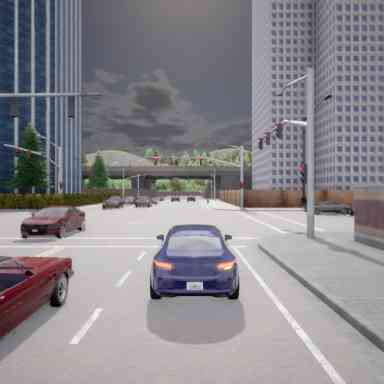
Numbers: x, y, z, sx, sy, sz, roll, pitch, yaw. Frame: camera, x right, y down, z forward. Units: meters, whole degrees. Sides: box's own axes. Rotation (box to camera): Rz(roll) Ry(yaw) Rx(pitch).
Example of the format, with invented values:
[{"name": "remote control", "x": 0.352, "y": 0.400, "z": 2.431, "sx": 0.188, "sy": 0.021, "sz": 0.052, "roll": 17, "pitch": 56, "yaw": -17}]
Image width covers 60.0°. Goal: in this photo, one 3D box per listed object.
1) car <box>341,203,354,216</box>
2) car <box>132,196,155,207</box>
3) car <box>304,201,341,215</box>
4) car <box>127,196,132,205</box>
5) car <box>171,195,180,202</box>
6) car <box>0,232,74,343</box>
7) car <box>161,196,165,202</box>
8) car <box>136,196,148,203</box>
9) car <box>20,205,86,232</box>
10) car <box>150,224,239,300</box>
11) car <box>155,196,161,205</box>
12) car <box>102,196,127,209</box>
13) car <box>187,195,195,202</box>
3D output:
[{"name": "car", "x": 16.223, "y": 1.564, "z": 30.001, "sx": 4.181, "sy": 1.385, "sz": 1.994, "roll": 0, "pitch": 0, "yaw": 0}, {"name": "car", "x": -7.203, "y": 1.352, "z": 49.879, "sx": 2.097, "sy": 1.767, "sz": 4.553, "roll": 0, "pitch": 0, "yaw": 0}, {"name": "car", "x": 13.557, "y": 1.564, "z": 33.508, "sx": 4.181, "sy": 1.385, "sz": 1.994, "roll": 0, "pitch": 0, "yaw": 0}, {"name": "car", "x": -10.710, "y": 1.490, "z": 56.491, "sx": 2.128, "sy": 1.511, "sz": 4.902, "roll": 0, "pitch": 0, "yaw": 0}, {"name": "car", "x": -3.662, "y": 1.501, "z": 74.560, "sx": 1.812, "sy": 1.442, "sz": 4.674, "roll": 0, "pitch": 0, "yaw": 0}, {"name": "car", "x": -3.450, "y": 1.601, "z": 5.023, "sx": 1.895, "sy": 1.301, "sz": 4.718, "roll": 0, "pitch": 0, "yaw": 0}, {"name": "car", "x": -7.160, "y": 1.538, "z": 73.736, "sx": 1.994, "sy": 1.385, "sz": 4.181, "roll": 0, "pitch": 0, "yaw": 0}, {"name": "car", "x": -10.656, "y": 1.588, "z": 71.553, "sx": 1.895, "sy": 1.301, "sz": 4.718, "roll": 0, "pitch": 0, "yaw": 0}, {"name": "car", "x": -7.139, "y": 1.477, "z": 17.599, "sx": 1.882, "sy": 1.535, "sz": 5.008, "roll": 0, "pitch": 0, "yaw": 0}, {"name": "car", "x": 0.060, "y": 1.526, "z": 8.292, "sx": 1.812, "sy": 1.442, "sz": 4.674, "roll": 0, "pitch": 0, "yaw": 0}, {"name": "car", "x": -7.204, "y": 1.600, "z": 59.347, "sx": 1.895, "sy": 1.301, "sz": 4.718, "roll": 0, "pitch": 0, "yaw": 0}, {"name": "car", "x": -10.697, "y": 1.352, "z": 45.390, "sx": 2.097, "sy": 1.767, "sz": 4.553, "roll": 0, "pitch": 0, "yaw": 0}, {"name": "car", "x": -0.162, "y": 1.477, "z": 74.568, "sx": 1.837, "sy": 1.490, "sz": 4.892, "roll": 0, "pitch": 0, "yaw": 0}]
